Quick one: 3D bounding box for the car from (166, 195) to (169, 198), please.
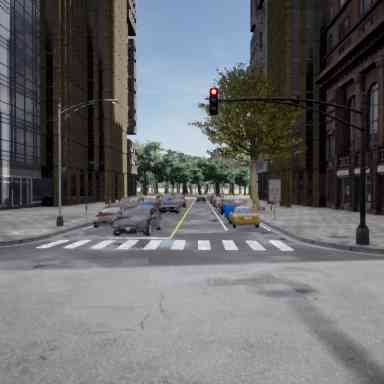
[{"bbox_3d":[-4.592,1.491,44.655,2.008,1.369,4.403,-1,0,1],"label":"car"}]

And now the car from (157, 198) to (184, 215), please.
[{"bbox_3d":[-2.197,1.565,33.728,1.895,1.301,4.718,0,0,2],"label":"car"}]

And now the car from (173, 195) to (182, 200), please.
[{"bbox_3d":[-3.580,1.375,84.398,1.887,1.381,4.507,0,0,1],"label":"car"}]

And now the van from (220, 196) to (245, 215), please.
[{"bbox_3d":[3.494,1.316,27.412,1.690,1.788,3.998,-1,0,1],"label":"van"}]

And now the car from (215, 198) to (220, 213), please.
[{"bbox_3d":[3.641,1.531,33.090,1.947,1.339,4.313,-1,0,1],"label":"car"}]

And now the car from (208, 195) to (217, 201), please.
[{"bbox_3d":[4.798,1.429,78.508,1.802,1.307,4.206,0,0,1],"label":"car"}]

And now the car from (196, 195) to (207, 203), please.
[{"bbox_3d":[1.820,1.389,65.877,1.837,1.490,4.892,0,0,1],"label":"car"}]

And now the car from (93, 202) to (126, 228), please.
[{"bbox_3d":[-5.170,1.565,21.942,1.802,1.307,4.206,-1,0,1],"label":"car"}]

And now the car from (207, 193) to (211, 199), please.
[{"bbox_3d":[4.362,1.211,61.476,2.192,1.841,5.009,-1,0,1],"label":"car"}]

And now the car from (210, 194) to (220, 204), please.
[{"bbox_3d":[4.075,1.471,50.122,1.887,1.381,4.507,-1,0,1],"label":"car"}]

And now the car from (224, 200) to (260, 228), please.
[{"bbox_3d":[3.356,1.508,21.904,1.752,1.417,4.829,-1,0,1],"label":"car"}]

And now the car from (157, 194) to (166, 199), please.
[{"bbox_3d":[-4.739,1.269,38.976,2.192,1.841,5.009,-1,0,1],"label":"car"}]

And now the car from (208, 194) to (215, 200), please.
[{"bbox_3d":[4.946,1.355,84.355,1.752,1.417,4.829,0,0,1],"label":"car"}]

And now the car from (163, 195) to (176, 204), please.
[{"bbox_3d":[-4.160,1.336,61.688,1.967,1.590,4.097,0,0,1],"label":"car"}]

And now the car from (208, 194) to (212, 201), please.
[{"bbox_3d":[4.219,1.462,55.799,2.008,1.369,4.403,-1,0,1],"label":"car"}]

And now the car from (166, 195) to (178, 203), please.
[{"bbox_3d":[-4.014,1.425,67.365,1.887,1.381,4.507,0,0,1],"label":"car"}]

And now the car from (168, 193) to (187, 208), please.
[{"bbox_3d":[-1.855,1.289,46.302,2.097,1.767,4.553,0,0,2],"label":"car"}]

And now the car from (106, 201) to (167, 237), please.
[{"bbox_3d":[-2.815,1.492,18.114,1.837,1.490,4.892,0,0,5],"label":"car"}]

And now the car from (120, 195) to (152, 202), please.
[{"bbox_3d":[-5.029,1.290,27.620,2.192,1.841,5.009,-1,0,1],"label":"car"}]

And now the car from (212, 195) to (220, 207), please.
[{"bbox_3d":[3.935,1.465,44.614,1.752,1.417,4.829,-1,0,1],"label":"car"}]

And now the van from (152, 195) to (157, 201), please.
[{"bbox_3d":[-4.884,1.306,33.299,1.690,1.788,3.998,-1,0,1],"label":"van"}]

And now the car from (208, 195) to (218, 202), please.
[{"bbox_3d":[4.653,1.415,72.830,2.008,1.369,4.403,-1,0,1],"label":"car"}]

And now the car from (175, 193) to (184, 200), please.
[{"bbox_3d":[-3.438,1.128,90.076,2.192,1.841,5.009,0,0,1],"label":"car"}]

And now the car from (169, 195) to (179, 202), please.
[{"bbox_3d":[-3.869,1.446,73.043,1.802,1.307,4.206,0,0,1],"label":"car"}]
